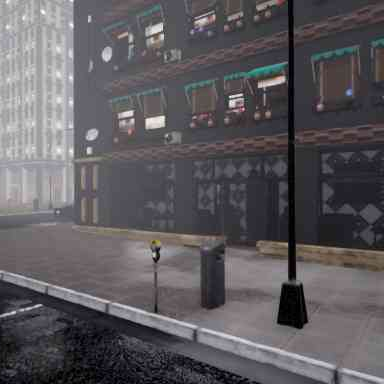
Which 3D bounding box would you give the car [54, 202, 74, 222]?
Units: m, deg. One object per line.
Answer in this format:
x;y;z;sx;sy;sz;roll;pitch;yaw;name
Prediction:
-7.303;1.279;22.814;1.947;1.339;4.313;1;1;35;car
